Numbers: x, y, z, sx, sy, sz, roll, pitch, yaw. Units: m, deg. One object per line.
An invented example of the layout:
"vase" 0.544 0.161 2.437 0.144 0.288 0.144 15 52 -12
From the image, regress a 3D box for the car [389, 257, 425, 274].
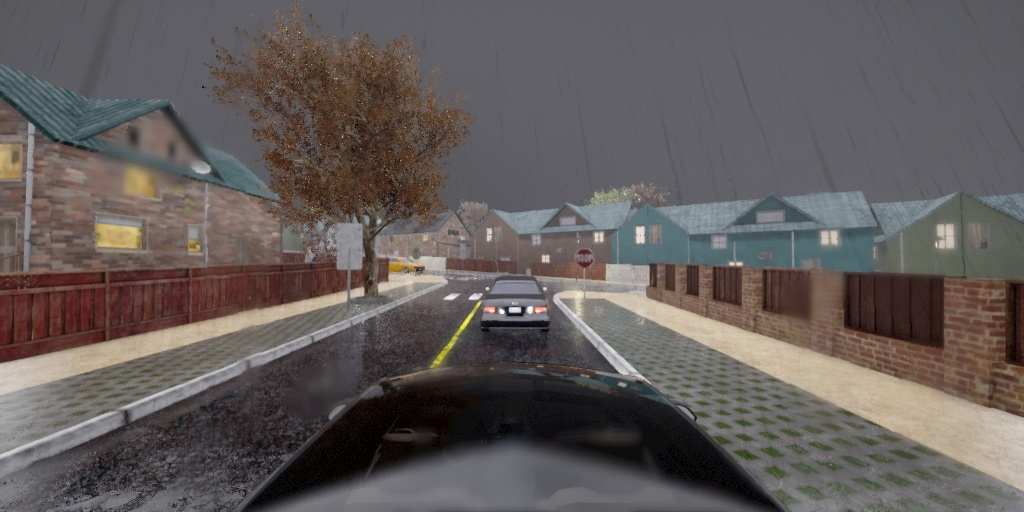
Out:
"car" -10.324 0.864 33.609 5.008 1.535 1.882 2 0 32

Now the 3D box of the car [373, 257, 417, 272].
"car" -12.574 0.909 38.477 4.718 1.301 1.895 2 0 32

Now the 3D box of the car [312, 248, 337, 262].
"car" -19.770 0.243 39.520 5.566 2.045 2.150 2 0 33

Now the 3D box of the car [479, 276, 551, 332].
"car" 0.116 1.300 10.822 2.033 1.411 5.357 0 0 1

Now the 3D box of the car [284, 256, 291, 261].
"car" -29.645 0.157 45.727 4.892 1.490 1.837 2 0 32
